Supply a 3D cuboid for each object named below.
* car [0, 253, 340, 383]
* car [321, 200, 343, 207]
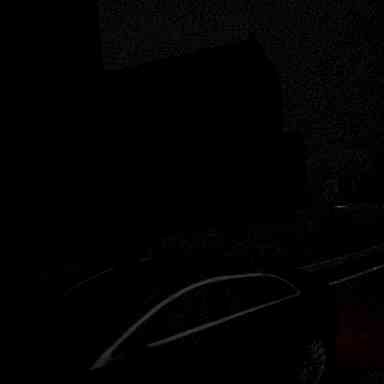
[{"bbox_3d":[-0.341,1.508,3.574,4.902,1.511,2.128,1,0,-37],"label":"car"},{"bbox_3d":[27.700,2.218,66.182,2.033,1.411,5.357,-5,-2,-8],"label":"car"}]
